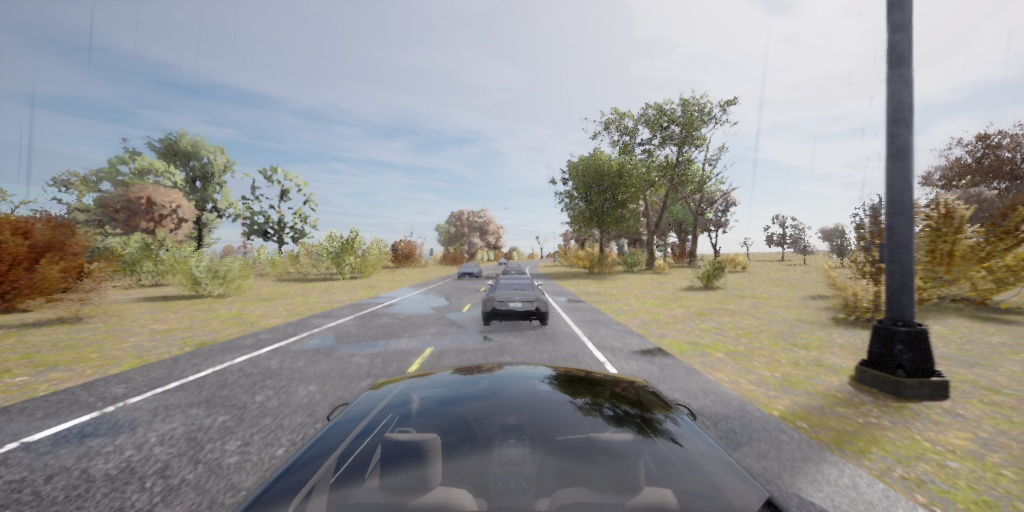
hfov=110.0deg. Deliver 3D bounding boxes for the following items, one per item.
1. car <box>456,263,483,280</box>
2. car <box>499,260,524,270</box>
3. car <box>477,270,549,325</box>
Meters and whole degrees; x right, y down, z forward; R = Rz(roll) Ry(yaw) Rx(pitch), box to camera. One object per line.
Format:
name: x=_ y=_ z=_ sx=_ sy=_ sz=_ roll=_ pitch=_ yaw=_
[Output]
car: x=-3.582 y=1.302 z=31.397 sx=2.033 sy=1.411 sz=5.357 roll=0 pitch=0 yaw=0
car: x=0.120 y=1.318 z=31.926 sx=1.994 sy=1.385 sz=4.181 roll=0 pitch=0 yaw=0
car: x=0.099 y=1.315 z=11.854 sx=1.994 sy=1.385 sz=4.181 roll=0 pitch=0 yaw=0
